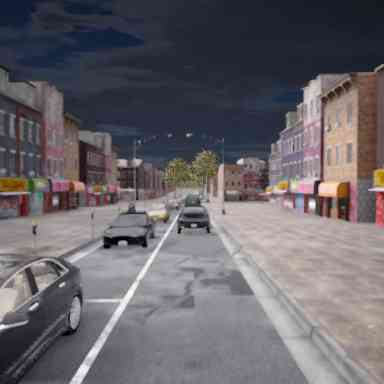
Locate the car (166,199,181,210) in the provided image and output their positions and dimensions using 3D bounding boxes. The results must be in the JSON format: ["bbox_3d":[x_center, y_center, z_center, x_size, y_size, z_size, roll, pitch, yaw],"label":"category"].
[{"bbox_3d":[-2.637,1.769,47.567,1.802,1.307,4.206,-1,0,0],"label":"car"}]

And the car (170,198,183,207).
[{"bbox_3d":[-2.637,1.825,58.468,2.008,1.369,4.403,-2,0,0],"label":"car"}]

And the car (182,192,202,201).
[{"bbox_3d":[0.115,1.377,43.528,2.150,2.045,5.566,0,-1,0],"label":"car"}]

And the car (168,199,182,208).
[{"bbox_3d":[-2.638,1.780,53.019,2.008,1.369,4.403,-2,0,0],"label":"car"}]

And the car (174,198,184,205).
[{"bbox_3d":[-2.632,1.953,69.362,1.802,1.307,4.206,-2,-1,0],"label":"car"}]

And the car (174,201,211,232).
[{"bbox_3d":[0.107,1.539,20.149,1.837,1.490,4.892,0,0,0],"label":"car"}]

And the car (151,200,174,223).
[{"bbox_3d":[-2.647,1.581,25.614,1.752,1.417,4.829,-1,0,0],"label":"car"}]

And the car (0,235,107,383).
[{"bbox_3d":[-2.652,1.552,3.993,2.008,1.369,4.403,-1,0,0],"label":"car"}]

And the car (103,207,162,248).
[{"bbox_3d":[-2.649,1.585,14.889,1.947,1.339,4.313,-1,0,0],"label":"car"}]

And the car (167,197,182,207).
[{"bbox_3d":[-2.645,1.588,42.126,1.967,1.590,4.097,-2,0,0],"label":"car"}]
